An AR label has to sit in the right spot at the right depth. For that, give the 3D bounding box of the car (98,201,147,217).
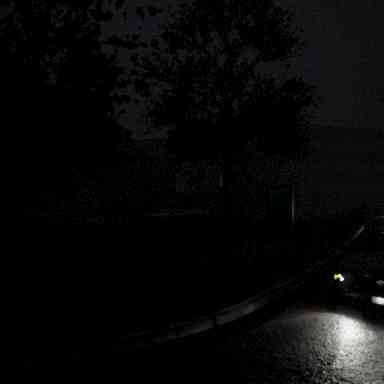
[{"bbox_3d":[-6.559,1.595,32.024,4.902,1.511,2.128,4,-2,-43],"label":"car"}]

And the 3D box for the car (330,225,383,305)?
[{"bbox_3d":[4.901,1.553,8.091,2.033,1.411,5.357,0,0,35],"label":"car"}]
